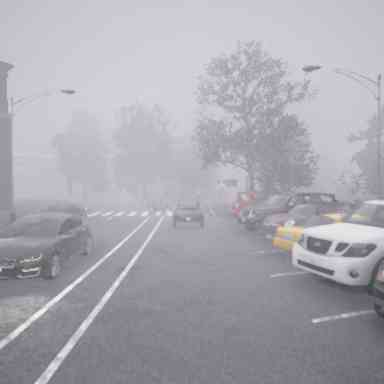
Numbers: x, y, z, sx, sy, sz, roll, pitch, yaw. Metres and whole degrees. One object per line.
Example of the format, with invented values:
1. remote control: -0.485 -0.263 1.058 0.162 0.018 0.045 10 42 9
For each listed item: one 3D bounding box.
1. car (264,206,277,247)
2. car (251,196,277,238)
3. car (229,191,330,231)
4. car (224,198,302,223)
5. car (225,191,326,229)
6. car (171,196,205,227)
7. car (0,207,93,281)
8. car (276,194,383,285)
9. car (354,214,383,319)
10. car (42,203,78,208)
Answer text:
1. car: 5.399 1.394 11.372 5.366 1.575 1.946 0 1 -21
2. car: 5.201 1.222 14.275 4.553 1.767 2.185 0 1 -21
3. car: 5.080 1.041 17.216 5.566 2.045 2.435 0 1 -22
4. car: 4.927 1.183 23.180 4.892 1.521 2.231 0 1 -22
5. car: 5.051 0.986 20.218 5.566 2.045 2.435 0 1 -22
6. car: -0.251 1.228 20.648 2.128 1.511 4.902 0 1 -2
7. car: -4.342 1.432 9.792 1.837 1.490 4.892 0 1 -1
8. car: 5.250 1.183 8.302 5.566 2.045 2.435 1 1 -21
9. car: 5.277 1.337 5.333 4.553 1.767 2.185 1 0 -21
10. car: -7.278 1.332 18.169 2.033 1.411 5.357 0 1 -1
